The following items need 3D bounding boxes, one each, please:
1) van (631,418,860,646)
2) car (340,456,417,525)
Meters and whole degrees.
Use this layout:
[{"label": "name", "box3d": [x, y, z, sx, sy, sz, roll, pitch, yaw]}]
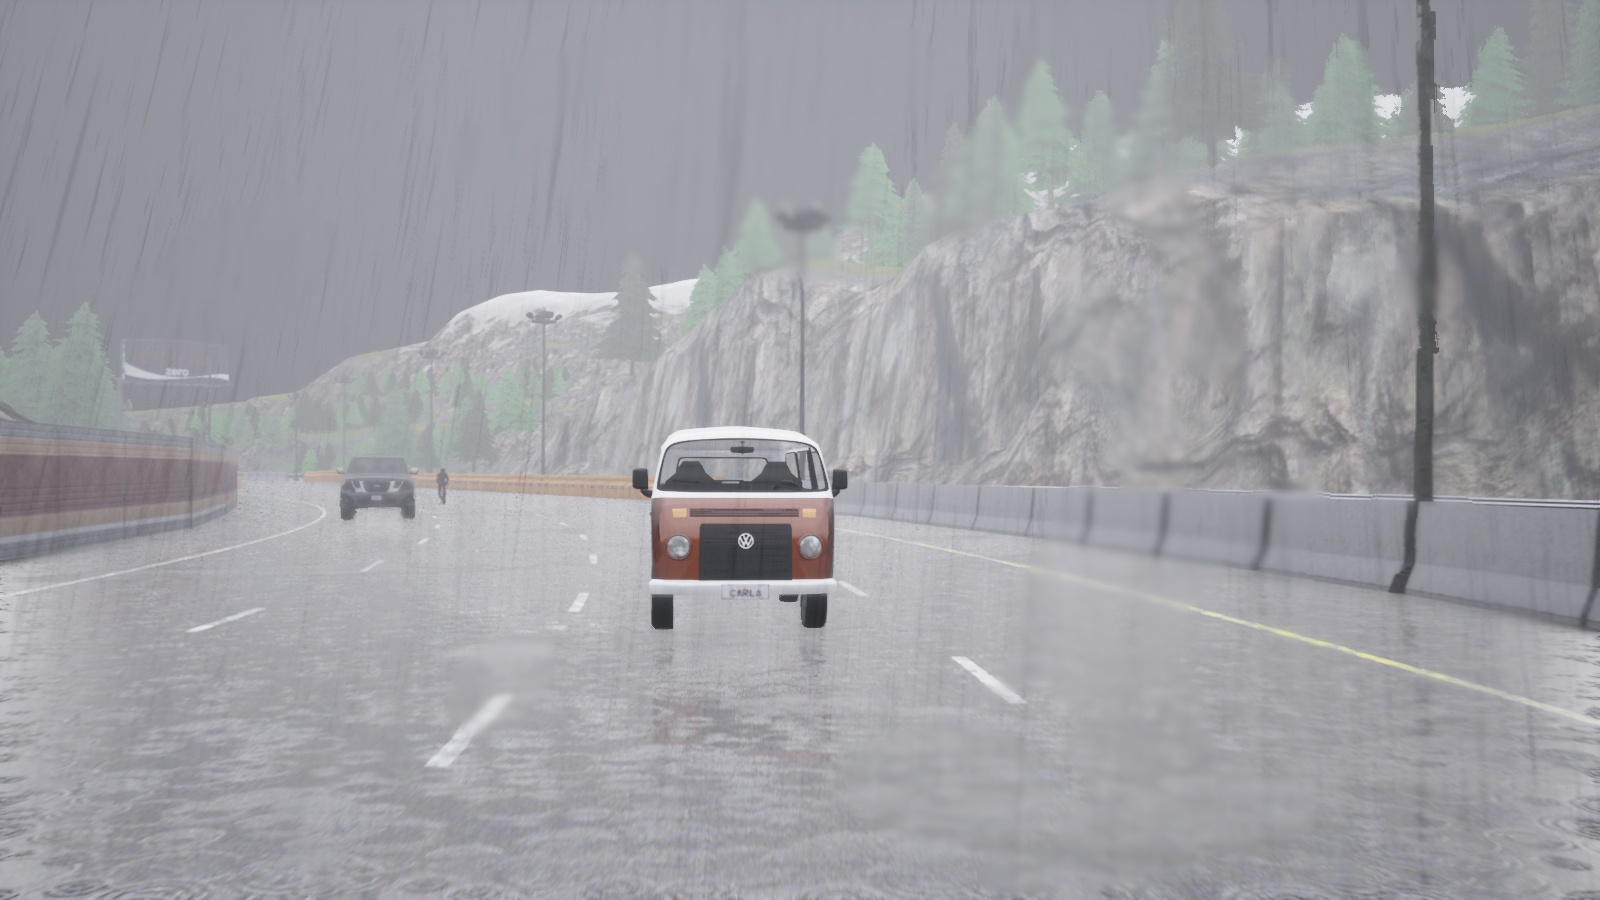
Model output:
[{"label": "van", "box3d": [-0.731, 0.768, 13.579, 2.069, 2.038, 4.480, 0, -1, -6]}, {"label": "car", "box3d": [-13.460, 1.263, 40.218, 2.150, 2.045, 5.566, 0, -1, -18]}]
